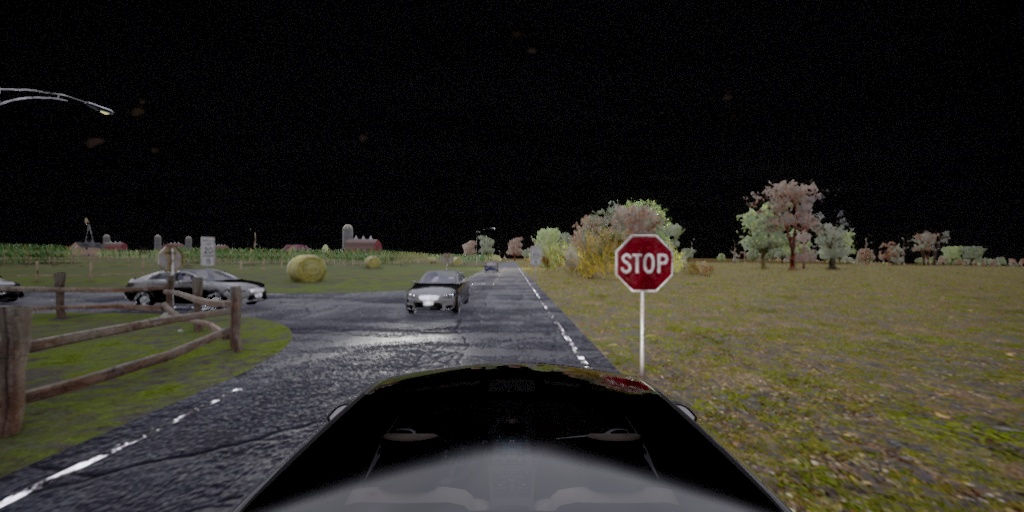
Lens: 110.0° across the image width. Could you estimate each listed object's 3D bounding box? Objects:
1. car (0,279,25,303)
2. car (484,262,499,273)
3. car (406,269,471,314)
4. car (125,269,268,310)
[{"bbox_3d":[-22.626,1.191,14.231,4.892,1.490,1.837,1,0,-1],"label":"car"},{"bbox_3d":[-2.780,1.570,48.970,2.033,1.411,5.357,0,0,0],"label":"car"},{"bbox_3d":[-2.755,1.299,14.243,2.128,1.511,4.902,0,0,0],"label":"car"},{"bbox_3d":[-12.286,1.252,14.111,4.902,1.511,2.128,0,0,4],"label":"car"}]
